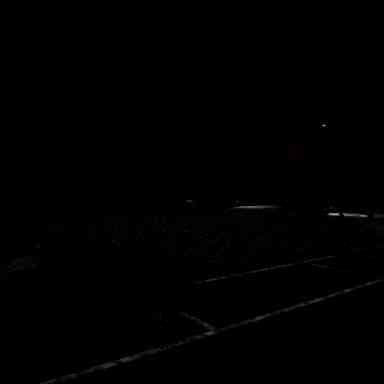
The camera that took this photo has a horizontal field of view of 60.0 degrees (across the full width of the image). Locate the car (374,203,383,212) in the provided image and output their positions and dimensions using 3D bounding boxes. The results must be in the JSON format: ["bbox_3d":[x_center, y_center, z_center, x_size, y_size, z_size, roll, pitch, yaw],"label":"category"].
[{"bbox_3d":[16.257,1.322,24.144,2.128,1.511,4.902,0,1,-29],"label":"car"}]

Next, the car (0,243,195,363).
[{"bbox_3d":[-2.061,1.545,5.172,4.507,1.381,1.887,0,0,-35],"label":"car"}]

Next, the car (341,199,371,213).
[{"bbox_3d":[15.405,1.319,31.872,1.895,1.301,4.718,0,1,-35],"label":"car"}]

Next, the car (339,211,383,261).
[{"bbox_3d":[6.837,1.552,11.449,4.403,1.369,2.008,0,0,-35],"label":"car"}]

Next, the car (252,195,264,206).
[{"bbox_3d":[7.315,0.997,43.423,1.812,1.442,4.674,0,1,-35],"label":"car"}]

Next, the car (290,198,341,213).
[{"bbox_3d":[11.480,1.236,31.811,1.994,1.385,4.181,0,1,-35],"label":"car"}]

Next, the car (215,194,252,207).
[{"bbox_3d":[4.783,0.995,41.368,1.812,1.442,4.674,0,1,-35],"label":"car"}]
